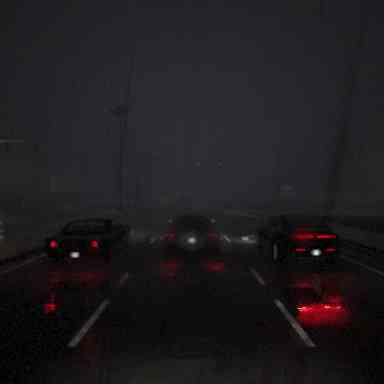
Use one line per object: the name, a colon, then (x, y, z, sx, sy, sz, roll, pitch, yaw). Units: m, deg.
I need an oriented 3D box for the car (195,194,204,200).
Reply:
car: (2.114, 1.337, 92.654, 2.097, 1.767, 4.553, 0, 0, 0)

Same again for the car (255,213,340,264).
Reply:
car: (3.494, 1.499, 11.779, 1.837, 1.490, 4.892, 0, -1, 0)

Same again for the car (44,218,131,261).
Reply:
car: (-3.505, 1.599, 12.193, 1.895, 1.301, 4.718, 0, 0, 0)

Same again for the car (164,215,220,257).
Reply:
car: (-0.004, 1.562, 12.958, 1.994, 1.385, 4.181, 0, 0, 0)

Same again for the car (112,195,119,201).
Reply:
car: (-19.881, 1.508, 87.837, 1.812, 1.442, 4.674, 0, 0, 0)

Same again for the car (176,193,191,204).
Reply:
car: (-1.352, 1.343, 61.326, 2.097, 1.767, 4.553, 0, 0, 0)

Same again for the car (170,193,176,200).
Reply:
car: (-4.886, 1.207, 92.331, 2.150, 2.045, 5.566, 0, 0, 0)

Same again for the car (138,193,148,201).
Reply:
car: (-12.881, 1.209, 87.814, 2.150, 2.045, 5.566, 0, 0, 0)

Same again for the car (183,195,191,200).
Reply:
car: (-1.386, 1.507, 92.697, 2.128, 1.511, 4.902, 0, 0, 0)

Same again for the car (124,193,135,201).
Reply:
car: (-16.381, 1.209, 87.810, 2.150, 2.045, 5.566, 0, 0, 0)
